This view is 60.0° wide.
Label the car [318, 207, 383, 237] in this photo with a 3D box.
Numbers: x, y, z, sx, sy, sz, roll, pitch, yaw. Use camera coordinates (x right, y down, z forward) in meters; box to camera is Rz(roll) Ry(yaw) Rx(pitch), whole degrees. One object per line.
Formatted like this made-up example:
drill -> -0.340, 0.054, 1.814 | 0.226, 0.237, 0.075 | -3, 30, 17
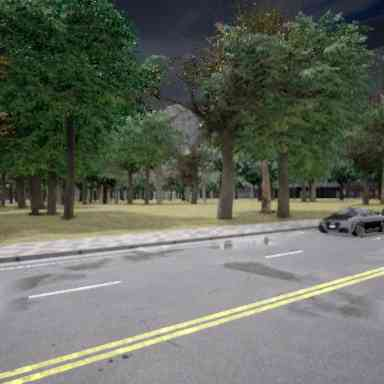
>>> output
car -> 8.654, 1.535, 17.826 | 4.181, 1.385, 1.994 | 0, 0, -35
